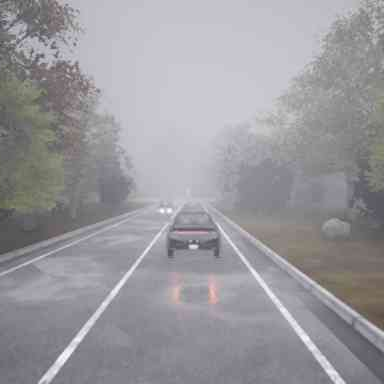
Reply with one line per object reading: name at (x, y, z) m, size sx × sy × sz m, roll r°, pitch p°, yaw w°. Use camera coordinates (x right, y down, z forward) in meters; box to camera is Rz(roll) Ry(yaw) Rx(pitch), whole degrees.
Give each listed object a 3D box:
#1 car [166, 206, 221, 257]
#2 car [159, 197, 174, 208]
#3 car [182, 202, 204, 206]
car at (0.069, 1.514, 12.947) m, size 2.128 × 1.511 × 4.902 m, roll 0°, pitch 0°, yaw 0°
car at (-3.598, 1.483, 47.176) m, size 2.128 × 1.511 × 4.902 m, roll 0°, pitch 0°, yaw 0°
car at (0.067, 1.576, 28.453) m, size 1.994 × 1.385 × 4.181 m, roll 0°, pitch 0°, yaw 0°
